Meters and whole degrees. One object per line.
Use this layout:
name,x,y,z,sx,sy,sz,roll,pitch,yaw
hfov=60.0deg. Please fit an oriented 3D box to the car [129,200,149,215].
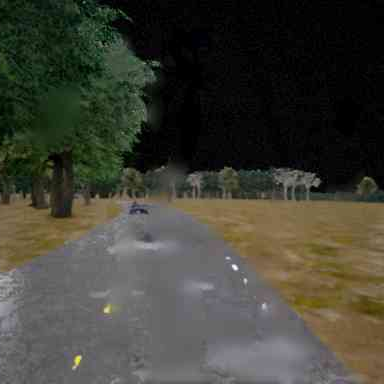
car,-5.639,1.605,35.497,2.033,1.411,5.357,0,0,-8
